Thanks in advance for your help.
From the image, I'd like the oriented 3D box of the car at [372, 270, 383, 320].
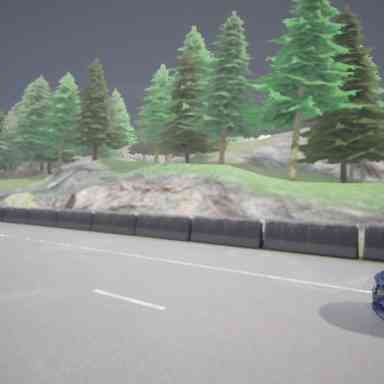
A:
[{"bbox_3d":[5.150,1.525,4.618,4.674,1.442,1.812,0,0,36],"label":"car"}]
